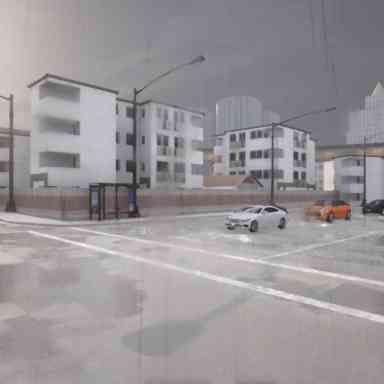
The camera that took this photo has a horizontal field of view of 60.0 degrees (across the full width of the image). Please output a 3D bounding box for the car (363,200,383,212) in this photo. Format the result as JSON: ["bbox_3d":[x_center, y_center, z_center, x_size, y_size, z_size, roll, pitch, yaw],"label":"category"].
[{"bbox_3d":[23.253,1.653,40.409,4.718,1.301,1.895,0,0,-26],"label":"car"}]

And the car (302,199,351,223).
[{"bbox_3d":[10.600,1.367,26.119,4.553,1.767,2.097,0,0,-42],"label":"car"}]

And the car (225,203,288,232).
[{"bbox_3d":[3.997,1.522,20.081,4.674,1.442,1.812,0,0,-43],"label":"car"}]

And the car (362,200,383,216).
[{"bbox_3d":[18.916,1.516,33.396,5.008,1.535,1.882,0,0,-38],"label":"car"}]

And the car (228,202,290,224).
[{"bbox_3d":[5.372,1.550,26.121,5.357,1.411,2.033,0,0,-42],"label":"car"}]

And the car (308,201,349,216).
[{"bbox_3d":[13.897,1.628,33.753,4.718,1.301,1.895,0,0,-41],"label":"car"}]
